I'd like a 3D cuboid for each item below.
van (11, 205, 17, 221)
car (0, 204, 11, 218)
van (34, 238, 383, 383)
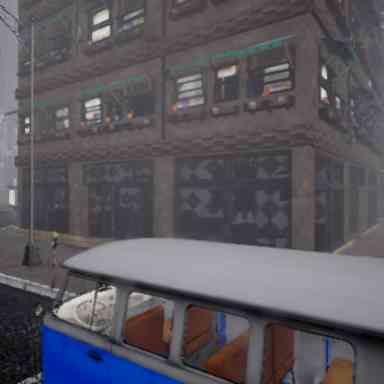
[{"bbox_3d":[-11.308,1.573,25.640,1.690,1.788,3.998,1,0,35],"label":"van"},{"bbox_3d":[-18.146,1.745,30.489,1.947,1.339,4.313,1,0,35],"label":"car"},{"bbox_3d":[0.473,1.349,2.518,3.998,1.788,1.690,-1,1,35],"label":"van"}]
